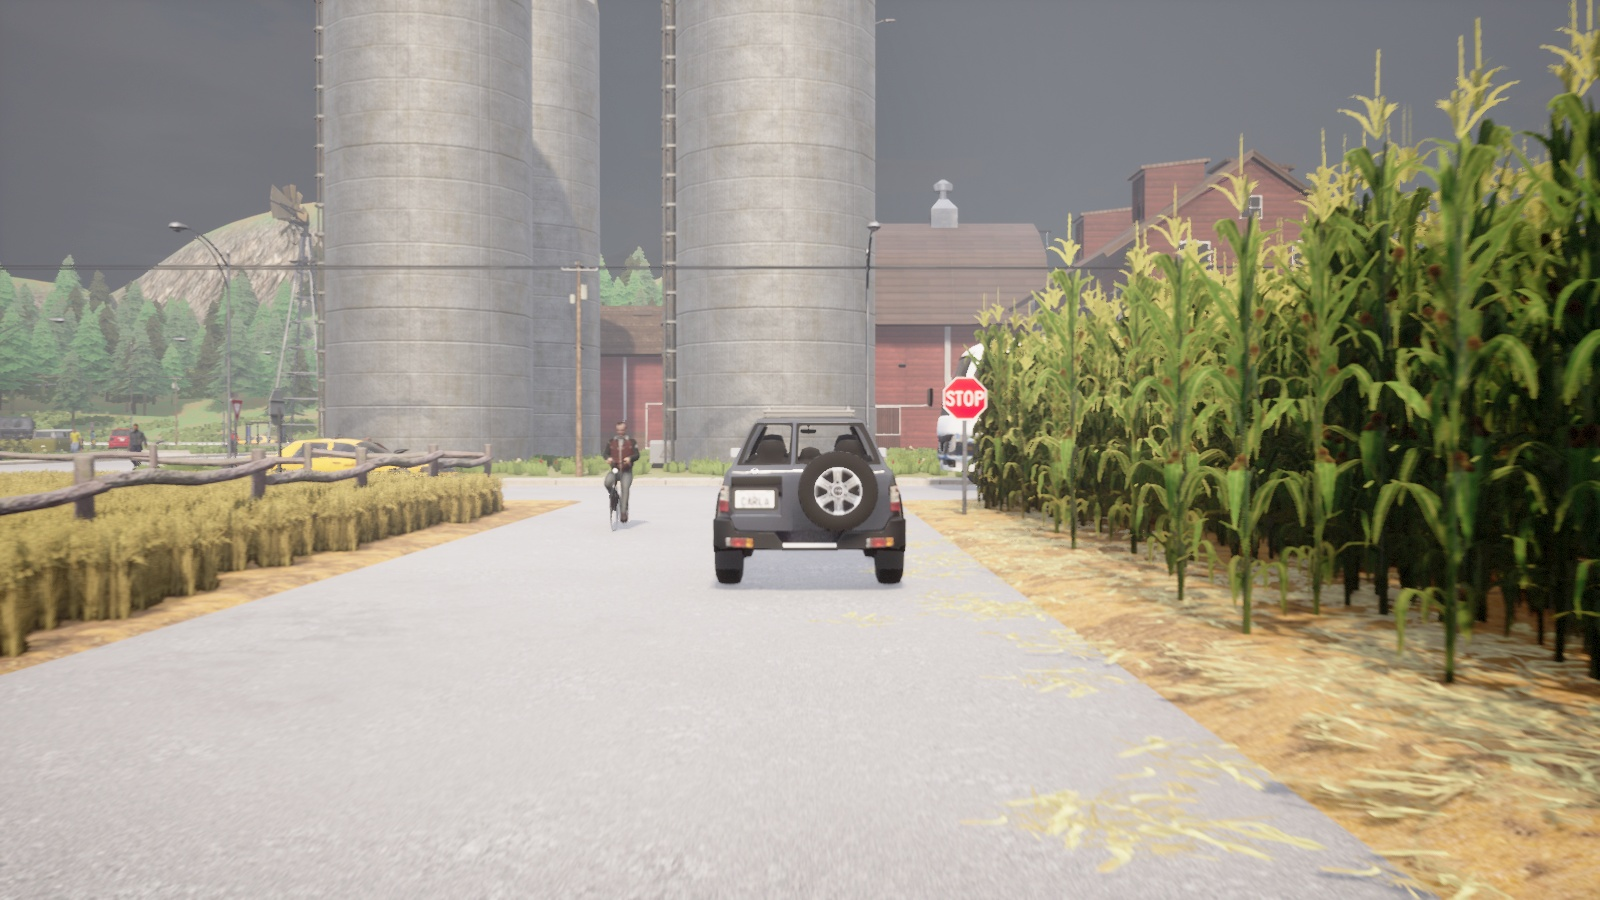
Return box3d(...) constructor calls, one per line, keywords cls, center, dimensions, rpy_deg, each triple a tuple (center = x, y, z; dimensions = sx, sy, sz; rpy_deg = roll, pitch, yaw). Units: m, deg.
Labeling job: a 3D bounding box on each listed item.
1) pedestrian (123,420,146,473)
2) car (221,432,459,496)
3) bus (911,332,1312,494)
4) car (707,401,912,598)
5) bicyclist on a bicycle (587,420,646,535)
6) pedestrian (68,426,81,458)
box3d(cls="pedestrian", center=(-24.567, -0.142, 46.390), dimensions=(0.423, 1.949, 0.788), rpy_deg=(0, 1, -1))
box3d(cls="car", center=(-11.557, 0.333, 31.817), dimensions=(5.366, 1.575, 1.801), rpy_deg=(0, 1, 0))
box3d(cls="bus", center=(8.412, -1.010, 35.236), dimensions=(10.273, 4.253, 3.944), rpy_deg=(0, 1, 1))
box3d(cls="car", center=(0.097, 0.438, 14.132), dimensions=(1.932, 1.855, 4.605), rpy_deg=(0, 1, 0))
box3d(cls="bicyclist on a bicycle", center=(-2.940, 0.415, 20.268), dimensions=(0.659, 1.776, 1.843), rpy_deg=(0, 0, 1))
box3d(cls="pedestrian", center=(-41.222, -0.466, 71.321), dimensions=(0.354, 1.836, 0.706), rpy_deg=(0, 1, -3))
